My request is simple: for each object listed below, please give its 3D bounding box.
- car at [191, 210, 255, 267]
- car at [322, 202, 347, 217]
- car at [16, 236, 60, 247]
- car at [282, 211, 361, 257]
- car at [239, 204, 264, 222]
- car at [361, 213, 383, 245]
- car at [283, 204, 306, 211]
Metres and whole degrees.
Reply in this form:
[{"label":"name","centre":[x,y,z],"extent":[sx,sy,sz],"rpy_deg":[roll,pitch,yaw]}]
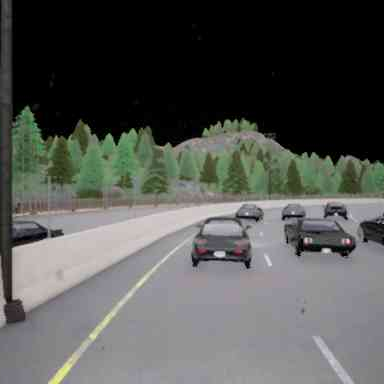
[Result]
[{"label":"car","centre":[1.087,1.588,11.596],"extent":[1.812,1.442,4.674],"rpy_deg":[0,0,7]},{"label":"car","centre":[13.325,1.706,31.018],"extent":[1.837,1.490,4.892],"rpy_deg":[0,0,21]},{"label":"car","centre":[-6.243,1.635,10.882],"extent":[1.895,1.301,4.718],"rpy_deg":[0,0,7]},{"label":"car","centre":[4.853,1.685,13.338],"extent":[1.895,1.301,4.718],"rpy_deg":[0,0,9]},{"label":"car","centre":[5.009,1.724,28.511],"extent":[1.994,1.385,4.181],"rpy_deg":[0,0,18]},{"label":"car","centre":[8.499,1.590,13.786],"extent":[2.128,1.511,4.902],"rpy_deg":[0,0,9]},{"label":"car","centre":[9.268,1.746,30.087],"extent":[1.994,1.385,4.181],"rpy_deg":[0,0,20]}]
